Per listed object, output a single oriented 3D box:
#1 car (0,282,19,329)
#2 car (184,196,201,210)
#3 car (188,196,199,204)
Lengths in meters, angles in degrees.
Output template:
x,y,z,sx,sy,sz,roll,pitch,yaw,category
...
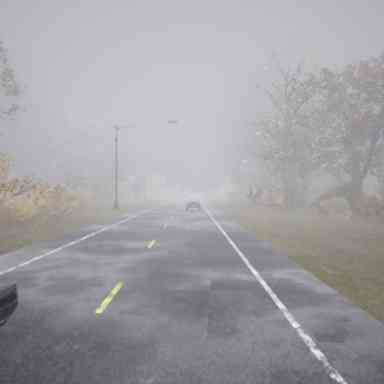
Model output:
x,y,z,sx,sy,sz,roll,pitch,yaw,category
-3.598,1.600,2.890,1.895,1.301,4.718,0,0,0,car
0.172,1.507,43.277,1.812,1.442,4.674,0,0,0,car
0.299,1.495,61.980,1.812,1.442,4.674,0,0,1,car
